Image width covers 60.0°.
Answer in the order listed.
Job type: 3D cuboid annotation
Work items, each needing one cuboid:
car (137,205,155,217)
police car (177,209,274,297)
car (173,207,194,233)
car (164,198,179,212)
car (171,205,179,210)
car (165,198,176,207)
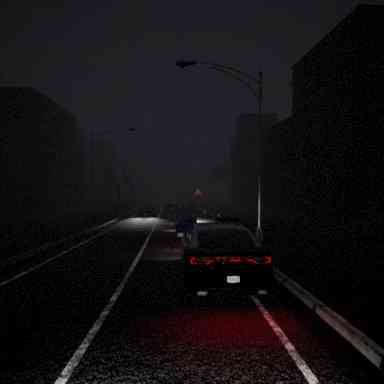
[{"bbox_3d":[-5.329,2.150,38.658,1.895,1.301,4.718,0,0,-4],"label":"car"},{"bbox_3d":[0.651,1.472,8.857,1.930,1.638,5.238,0,-1,-3],"label":"police car"},{"bbox_3d":[0.006,1.754,18.802,1.812,1.442,4.674,0,-1,-4],"label":"car"},{"bbox_3d":[-2.791,1.954,45.402,2.128,1.511,4.902,0,-1,-4],"label":"car"},{"bbox_3d":[-0.423,1.906,24.797,1.812,1.442,4.674,0,-1,-4],"label":"car"},{"bbox_3d":[-3.789,1.797,59.156,1.895,1.301,4.718,0,2,-4],"label":"car"}]
